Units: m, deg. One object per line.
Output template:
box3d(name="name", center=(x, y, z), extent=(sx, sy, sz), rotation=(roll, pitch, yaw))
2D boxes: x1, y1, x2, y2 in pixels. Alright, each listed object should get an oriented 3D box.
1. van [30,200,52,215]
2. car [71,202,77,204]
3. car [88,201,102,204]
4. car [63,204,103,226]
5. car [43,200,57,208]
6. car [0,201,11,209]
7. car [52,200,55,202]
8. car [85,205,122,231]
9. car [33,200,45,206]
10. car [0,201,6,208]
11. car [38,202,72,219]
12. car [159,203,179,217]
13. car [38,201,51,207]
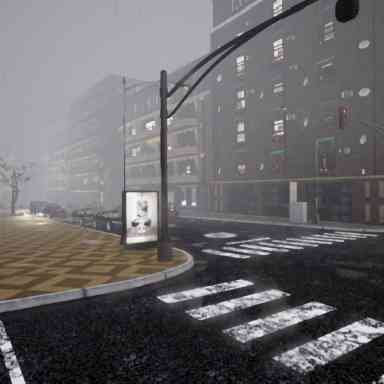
box3d(name="van", center=(-19.811, 2.035, 42.997), extent=(1.690, 1.788, 3.998), rotation=(-2, 0, -36))
box3d(name="car", center=(-21.505, 2.424, 59.695), extent=(1.802, 1.307, 4.206), rotation=(-2, 0, -36))
box3d(name="car", center=(-14.977, 2.119, 50.672), extent=(1.967, 1.590, 4.097), rotation=(-2, 0, -36))
box3d(name="car", center=(-8.818, 1.969, 27.632), extent=(2.008, 1.369, 4.403), rotation=(-2, 0, -36))
box3d(name="car", center=(-31.299, 2.528, 73.233), extent=(1.967, 1.590, 4.097), rotation=(-2, 0, -36))
box3d(name="car", center=(-38.087, 2.704, 68.323), extent=(2.008, 1.369, 4.403), rotation=(-2, 0, -36))
box3d(name="car", center=(-25.350, 2.470, 60.605), extent=(1.994, 1.385, 4.181), rotation=(-1, -1, -36))
box3d(name="car", center=(-5.554, 1.888, 23.119), extent=(2.008, 1.369, 4.403), rotation=(-2, 0, -36))
box3d(name="car", center=(-37.824, 2.798, 82.258), extent=(1.887, 1.381, 4.507), rotation=(-2, 0, -36))
box3d(name="car", center=(-44.614, 2.863, 77.348), extent=(1.887, 1.381, 4.507), rotation=(-2, 0, -36))
box3d(name="car", center=(-14.893, 2.115, 36.109), extent=(1.887, 1.381, 4.507), rotation=(-2, 0, -36))
box3d(name="car", center=(-3.132, 1.824, 34.506), extent=(1.967, 1.590, 4.097), rotation=(-2, 0, -36))
box3d(name="car", center=(-34.559, 2.736, 77.745), extent=(1.947, 1.339, 4.313), rotation=(-2, 0, -36))
